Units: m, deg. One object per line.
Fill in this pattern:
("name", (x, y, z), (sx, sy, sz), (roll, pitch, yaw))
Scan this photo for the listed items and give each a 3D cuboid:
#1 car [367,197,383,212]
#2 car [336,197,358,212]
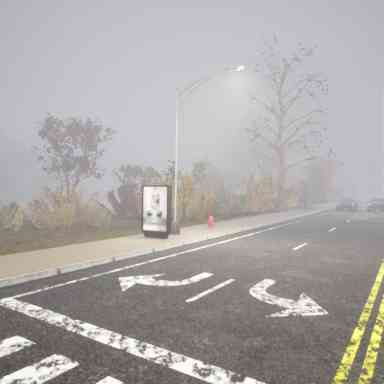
("car", (21.404, 1.393, 38.192), (2.097, 1.767, 4.553), (0, 0, 30))
("car", (18.596, 1.390, 39.829), (2.097, 1.767, 4.553), (0, 0, 30))
